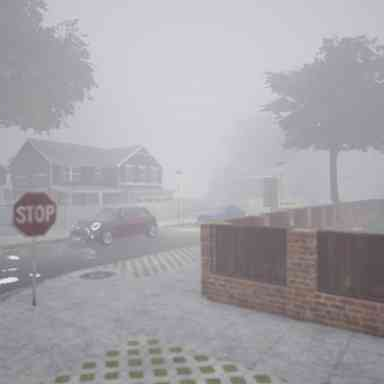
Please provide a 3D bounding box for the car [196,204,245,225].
[{"bbox_3d":[2.231,1.670,25.238,1.882,1.535,5.008,-1,-1,35],"label":"car"}]

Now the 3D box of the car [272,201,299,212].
[{"bbox_3d":[10.129,1.701,36.378,1.882,1.535,5.008,-1,0,36],"label":"car"}]

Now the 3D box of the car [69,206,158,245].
[{"bbox_3d":[-3.817,1.522,16.685,2.097,1.767,4.553,-1,-1,35],"label":"car"}]
